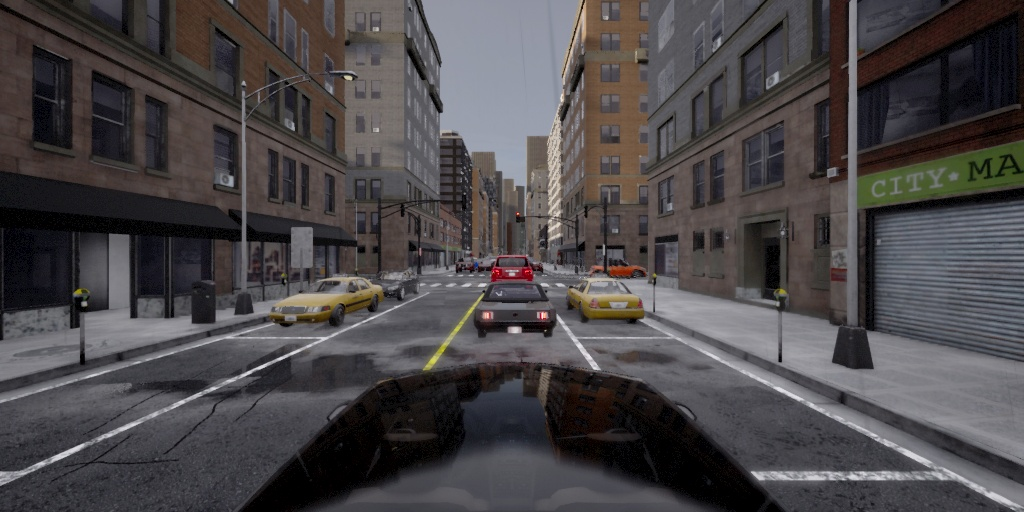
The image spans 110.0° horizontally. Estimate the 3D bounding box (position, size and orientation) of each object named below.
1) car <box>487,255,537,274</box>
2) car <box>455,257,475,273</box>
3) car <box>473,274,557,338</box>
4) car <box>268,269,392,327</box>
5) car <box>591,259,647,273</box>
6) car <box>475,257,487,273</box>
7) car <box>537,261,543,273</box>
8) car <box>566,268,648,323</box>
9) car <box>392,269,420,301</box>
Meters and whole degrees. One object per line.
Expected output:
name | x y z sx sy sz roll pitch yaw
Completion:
car | 0.004 0.974 19.936 2.150 2.045 5.566 0 0 0
car | -5.660 1.078 44.058 2.192 1.841 5.009 0 0 0
car | 0.083 1.351 10.166 1.895 1.301 4.718 0 0 0
car | -5.666 1.276 11.589 1.751 1.417 4.829 0 0 0
car | 8.770 1.071 29.711 4.553 1.767 2.097 0 0 7
car | -3.091 1.241 43.847 1.882 1.535 5.008 0 0 0
car | 2.865 1.308 44.056 1.888 1.381 4.507 0 0 0
car | 2.859 1.276 11.927 1.751 1.417 4.829 0 0 0
car | -5.665 1.302 17.284 2.007 1.370 4.403 0 0 0
